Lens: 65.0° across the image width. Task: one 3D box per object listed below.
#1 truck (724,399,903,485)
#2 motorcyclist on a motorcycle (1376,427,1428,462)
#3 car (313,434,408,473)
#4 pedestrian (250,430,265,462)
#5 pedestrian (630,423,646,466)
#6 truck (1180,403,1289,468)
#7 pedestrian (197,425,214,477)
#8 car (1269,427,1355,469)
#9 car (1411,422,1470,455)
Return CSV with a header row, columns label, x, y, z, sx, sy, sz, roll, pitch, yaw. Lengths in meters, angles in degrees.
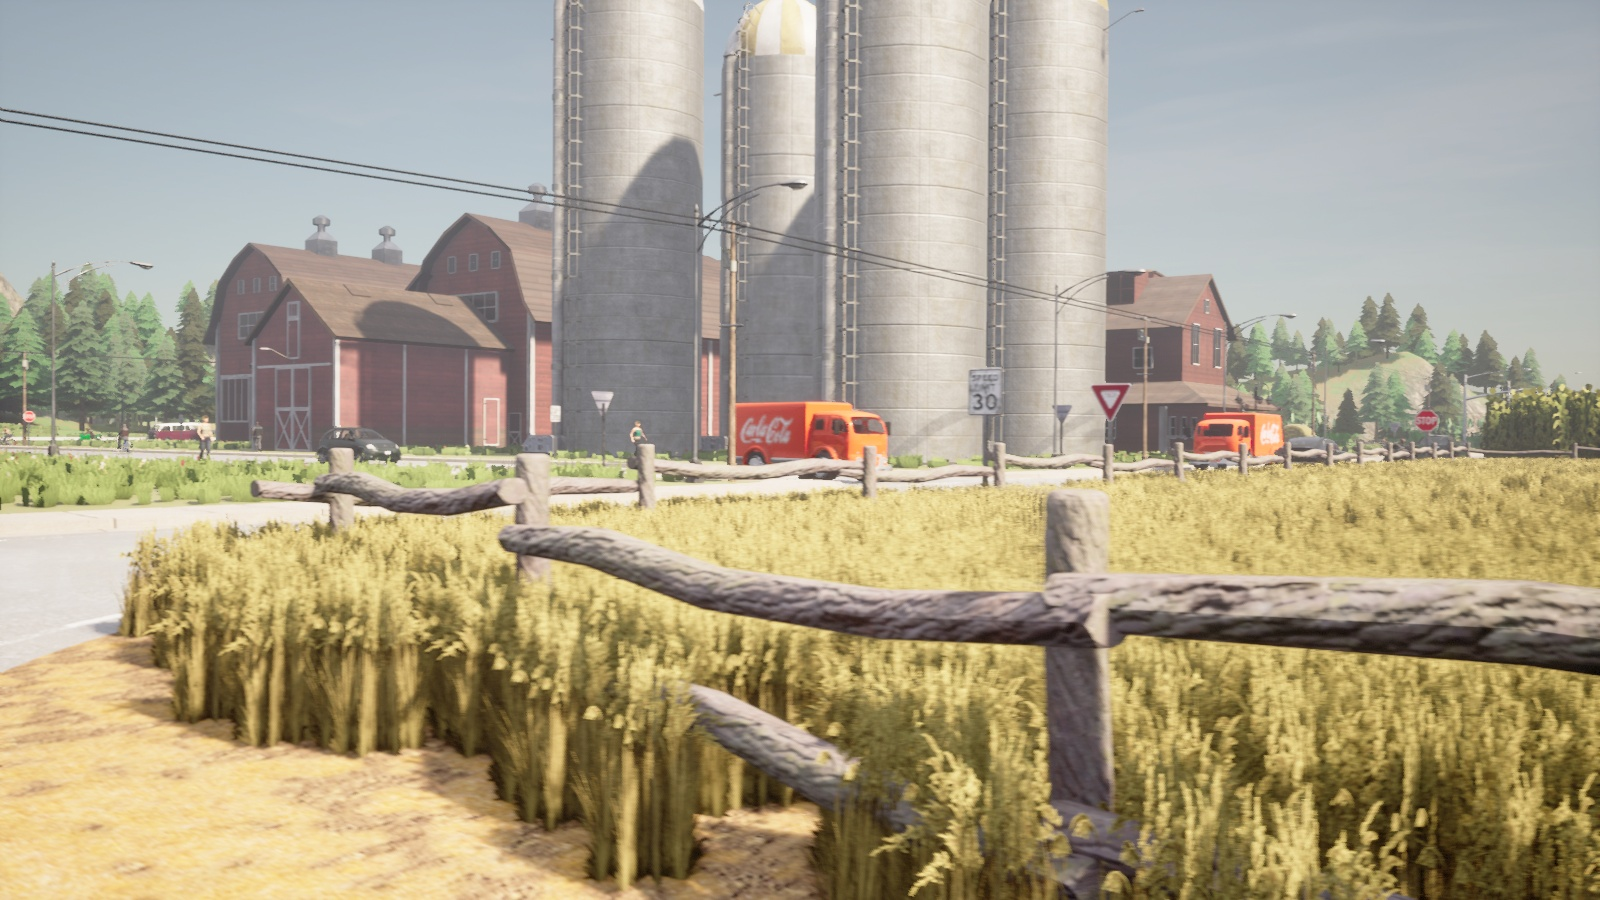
label,x,y,z,sx,sy,sz,roll,pitch,yaw
truck,0.360,-0.263,39.114,5.204,2.467,2.627,0,1,45
motorcyclist on a motorcycle,27.465,-0.251,57.322,0.866,1.530,2.191,1,0,-17
car,-18.772,0.138,53.577,3.988,1.617,1.851,0,1,36
pedestrian,-32.193,-0.239,74.542,0.563,1.883,0.849,-1,1,-44
pedestrian,-6.999,-0.234,54.141,0.594,1.836,0.345,0,1,40
truck,17.709,-0.591,51.002,2.627,2.467,5.204,0,1,38
pedestrian,-21.228,0.032,44.849,0.345,1.836,0.594,-1,1,-43
car,19.434,-0.075,47.515,1.837,1.490,4.892,0,0,37
car,34.612,-0.636,67.846,2.097,1.767,4.553,0,1,37
